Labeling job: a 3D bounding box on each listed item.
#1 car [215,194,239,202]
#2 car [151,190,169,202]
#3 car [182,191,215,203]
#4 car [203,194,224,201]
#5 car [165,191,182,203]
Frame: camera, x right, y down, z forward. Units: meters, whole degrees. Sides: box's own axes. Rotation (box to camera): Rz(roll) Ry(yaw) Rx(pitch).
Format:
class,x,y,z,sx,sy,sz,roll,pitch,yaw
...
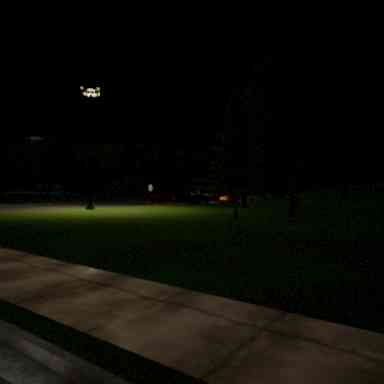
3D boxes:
class,x,y,z,sx,sy,sz,roll,pitch,yaw
car,6.983,1.019,62.213,1.882,1.535,5.008,1,1,36
car,-4.818,0.658,57.846,2.150,2.045,5.566,1,1,37
car,1.112,1.018,54.095,1.882,1.535,5.008,1,1,37
car,4.173,1.090,64.302,1.895,1.301,4.718,1,1,36
car,-1.879,0.992,55.941,1.837,1.490,4.892,1,0,37
